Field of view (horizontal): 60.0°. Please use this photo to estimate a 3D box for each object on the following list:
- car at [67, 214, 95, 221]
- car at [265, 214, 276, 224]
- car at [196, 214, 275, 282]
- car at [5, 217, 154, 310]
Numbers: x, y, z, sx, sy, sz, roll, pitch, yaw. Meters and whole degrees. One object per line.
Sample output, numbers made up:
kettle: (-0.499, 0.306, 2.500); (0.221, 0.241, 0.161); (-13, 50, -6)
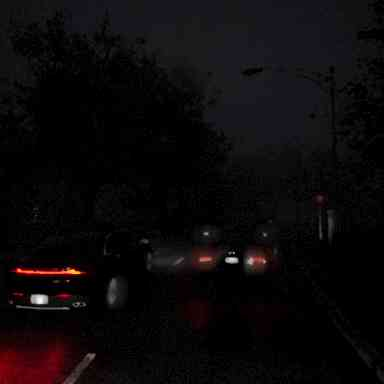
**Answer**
car: (-19.944, 4.641, 60.024); (4.902, 1.511, 2.128); (2, -5, -26)
car: (9.438, 3.639, 43.932); (1.837, 1.490, 4.892); (2, -4, -9)
car: (1.274, 1.603, 9.923); (2.033, 1.411, 5.357); (-1, -1, 9)
car: (-2.256, 1.565, 7.975); (1.837, 1.490, 4.892); (0, 0, 7)
